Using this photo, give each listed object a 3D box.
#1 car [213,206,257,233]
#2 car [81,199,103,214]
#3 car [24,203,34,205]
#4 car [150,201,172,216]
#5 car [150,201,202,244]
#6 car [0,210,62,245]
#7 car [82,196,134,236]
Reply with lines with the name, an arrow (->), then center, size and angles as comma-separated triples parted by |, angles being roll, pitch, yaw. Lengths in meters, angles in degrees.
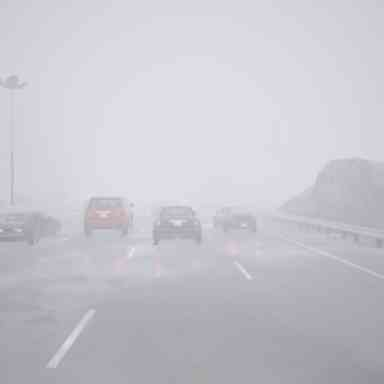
car -> 2.420, 1.518, 19.364 | 1.812, 1.442, 4.674 | 0, 0, -6
car -> -10.827, 1.521, 36.258 | 1.837, 1.490, 4.892 | 0, 0, -11
car -> -25.414, 1.262, 50.354 | 2.150, 2.045, 5.566 | 0, 0, -16
car -> -3.267, 1.602, 34.203 | 1.895, 1.301, 4.718 | 0, 0, -11
car -> -0.770, 1.351, 15.914 | 2.097, 1.767, 4.553 | 0, 0, -5
car -> -7.709, 1.560, 15.518 | 2.033, 1.411, 5.357 | 0, 0, -5
car -> -4.515, 1.227, 18.600 | 2.150, 2.045, 5.566 | 0, 0, -6
